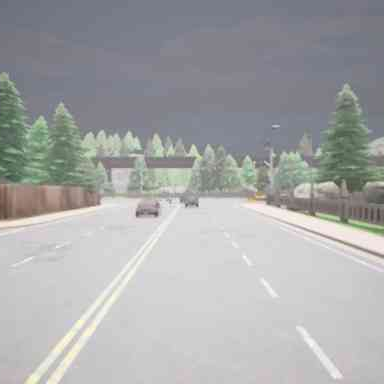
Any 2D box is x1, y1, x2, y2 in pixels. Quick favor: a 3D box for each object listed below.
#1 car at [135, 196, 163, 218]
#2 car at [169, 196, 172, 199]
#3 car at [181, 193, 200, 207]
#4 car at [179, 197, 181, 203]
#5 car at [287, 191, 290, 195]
[{"bbox_3d":[-3.589,1.317,27.978,1.812,1.442,4.674,0,0,0],"label":"car"},{"bbox_3d":[-3.507,0.815,43.711,2.128,1.511,4.902,0,0,0],"label":"car"},{"bbox_3d":[-0.007,1.226,43.274,2.033,1.411,5.357,0,0,0],"label":"car"},{"bbox_3d":[-0.595,0.954,53.602,2.097,1.767,4.553,0,0,-15],"label":"car"},{"bbox_3d":[18.491,0.809,55.384,5.566,2.045,2.150,0,0,1],"label":"car"}]
